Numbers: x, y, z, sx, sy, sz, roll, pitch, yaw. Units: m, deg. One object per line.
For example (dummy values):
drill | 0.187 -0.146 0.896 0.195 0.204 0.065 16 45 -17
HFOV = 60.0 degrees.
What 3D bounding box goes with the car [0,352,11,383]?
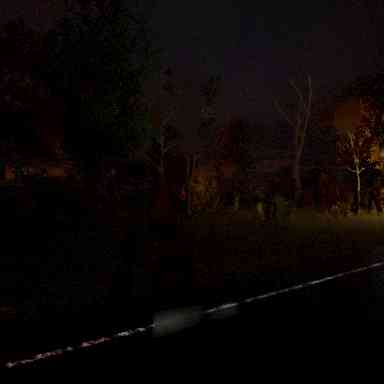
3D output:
car | -3.636 1.478 1.430 5.008 1.535 1.882 0 0 -35
